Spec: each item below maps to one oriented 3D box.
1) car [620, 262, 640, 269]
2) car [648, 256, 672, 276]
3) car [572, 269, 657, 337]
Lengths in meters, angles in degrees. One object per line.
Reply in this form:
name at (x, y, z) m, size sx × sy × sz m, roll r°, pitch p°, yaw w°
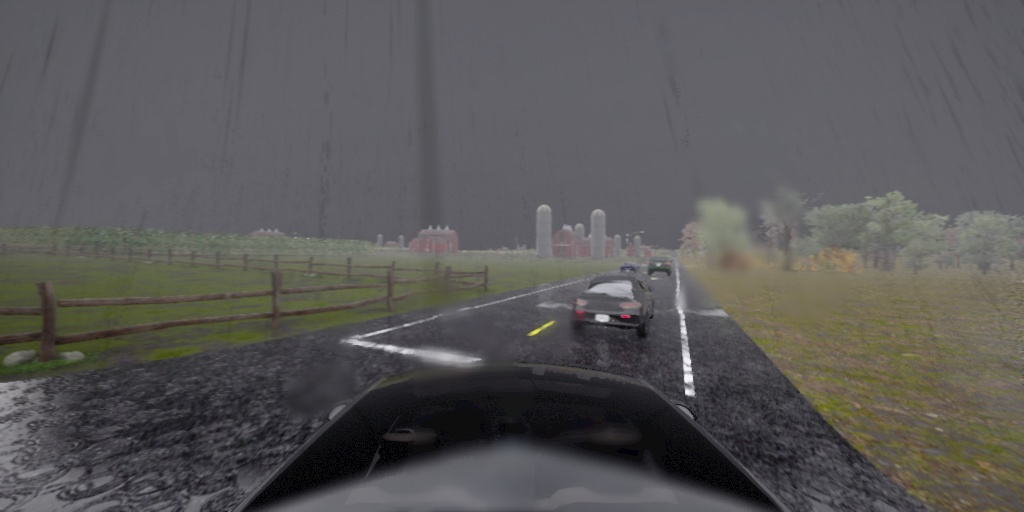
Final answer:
car at (14.433, 1.352, 43.880) m, size 1.895 × 1.301 × 4.718 m, roll 1°, pitch 0°, yaw 24°
car at (15.911, 1.016, 38.575) m, size 2.150 × 2.045 × 5.566 m, roll 1°, pitch 0°, yaw 25°
car at (3.045, 1.277, 10.420) m, size 1.812 × 1.442 × 4.674 m, roll 1°, pitch 0°, yaw 24°
